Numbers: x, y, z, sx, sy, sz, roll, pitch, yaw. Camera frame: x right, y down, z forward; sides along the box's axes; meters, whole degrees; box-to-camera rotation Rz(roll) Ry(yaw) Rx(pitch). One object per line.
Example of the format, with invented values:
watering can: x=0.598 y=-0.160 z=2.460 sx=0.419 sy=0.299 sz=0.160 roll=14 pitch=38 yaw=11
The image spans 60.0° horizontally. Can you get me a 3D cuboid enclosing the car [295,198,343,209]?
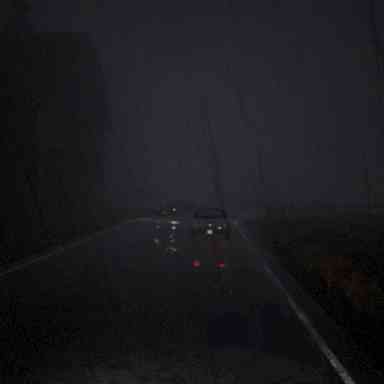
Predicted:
car: x=11.540 y=1.484 z=30.356 sx=4.181 sy=1.385 sz=1.994 roll=1 pitch=0 yaw=0

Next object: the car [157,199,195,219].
car: x=-1.074 y=1.301 z=27.402 sx=1.812 sy=1.442 sz=4.674 roll=1 pitch=0 yaw=26

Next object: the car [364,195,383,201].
car: x=33.880 y=1.473 z=60.676 sx=4.611 sy=1.667 sz=2.242 roll=1 pitch=0 yaw=6

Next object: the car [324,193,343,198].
car: x=36.399 y=1.154 z=84.750 sx=3.866 sy=1.878 sz=1.905 roll=1 pitch=0 yaw=6

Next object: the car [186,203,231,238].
car: x=0.942 y=1.480 z=17.115 sx=1.895 sy=1.301 sz=4.718 roll=1 pitch=0 yaw=4

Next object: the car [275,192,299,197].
car: x=22.158 y=1.023 z=75.991 sx=4.605 sy=1.855 sz=1.932 roll=1 pitch=0 yaw=6
